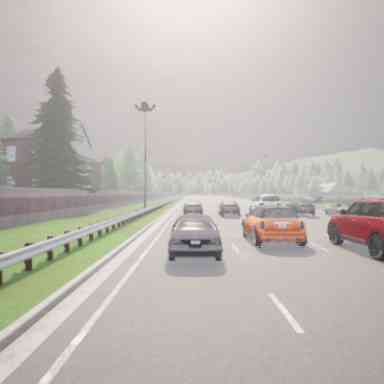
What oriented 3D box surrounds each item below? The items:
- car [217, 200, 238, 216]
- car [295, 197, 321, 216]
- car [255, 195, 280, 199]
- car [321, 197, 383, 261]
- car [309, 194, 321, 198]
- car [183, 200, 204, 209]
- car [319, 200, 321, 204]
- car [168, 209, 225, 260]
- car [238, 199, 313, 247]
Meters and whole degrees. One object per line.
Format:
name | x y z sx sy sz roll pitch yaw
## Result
car | 3.605 1.560 32.886 2.128 1.511 4.902 0 0 0
car | 10.603 1.560 32.865 2.128 1.511 4.902 0 0 0
car | 7.104 1.288 32.169 2.150 2.045 5.566 0 0 0
car | 7.101 1.248 12.438 2.150 2.045 5.566 0 0 0
car | 22.928 1.345 63.543 3.866 1.878 1.905 0 0 0
car | 0.104 1.560 32.878 2.128 1.511 4.902 0 0 0
car | 14.103 1.666 31.374 1.895 1.301 4.718 0 0 0
car | 0.101 1.574 12.534 2.033 1.411 5.357 0 0 0
car | 3.602 1.384 15.336 2.097 1.767 4.553 0 0 0
